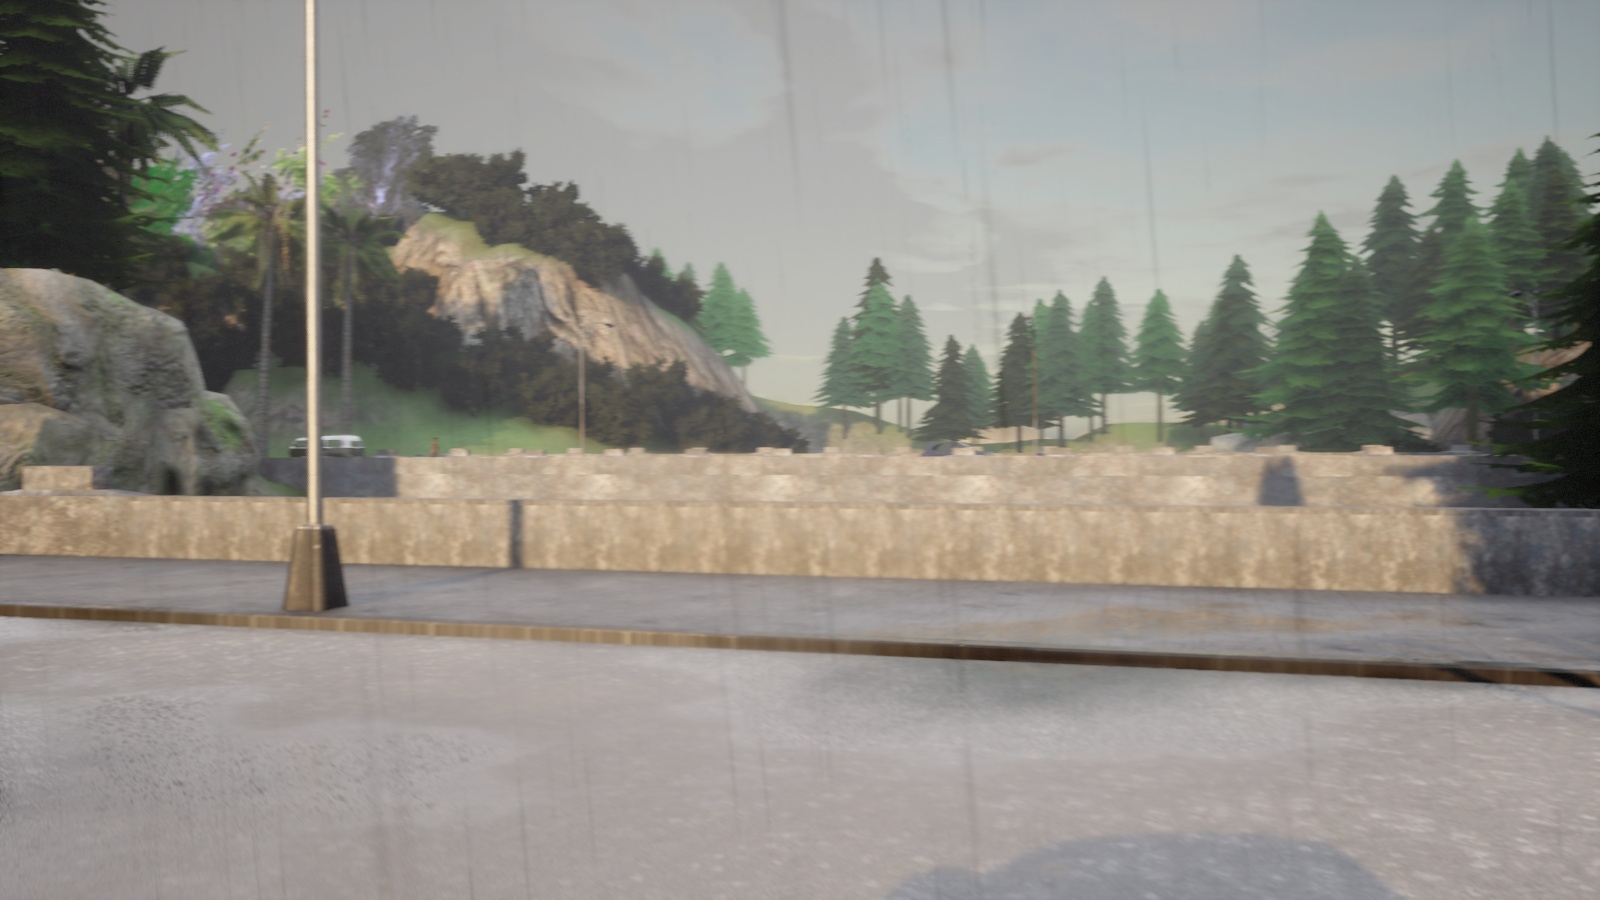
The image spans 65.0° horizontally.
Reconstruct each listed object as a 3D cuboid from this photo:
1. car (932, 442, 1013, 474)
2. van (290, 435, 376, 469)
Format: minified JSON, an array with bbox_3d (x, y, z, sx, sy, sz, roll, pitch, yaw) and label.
[{"bbox_3d":[8.276,0.389,60.194,3.633,1.501,1.845,0,0,17],"label":"car"},{"bbox_3d":[-28.077,0.121,75.478,4.480,2.038,2.069,0,0,17],"label":"van"}]
